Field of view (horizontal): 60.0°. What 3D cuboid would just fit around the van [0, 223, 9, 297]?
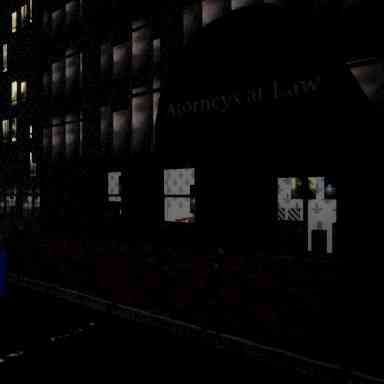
[{"bbox_3d":[-5.345,1.341,6.686,3.998,1.788,1.690,0,0,35],"label":"van"}]
